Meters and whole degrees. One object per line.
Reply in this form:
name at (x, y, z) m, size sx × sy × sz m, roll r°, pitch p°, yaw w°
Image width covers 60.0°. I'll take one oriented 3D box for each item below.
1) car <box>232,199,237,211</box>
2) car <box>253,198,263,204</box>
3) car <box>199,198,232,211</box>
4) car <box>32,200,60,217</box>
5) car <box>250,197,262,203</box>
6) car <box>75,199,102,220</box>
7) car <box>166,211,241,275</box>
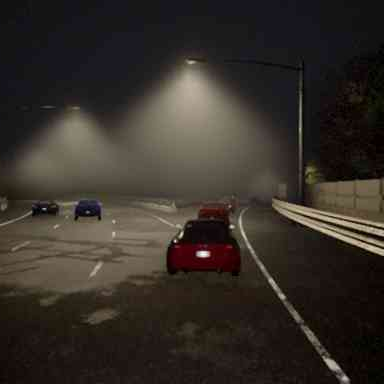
car at (3.509, 1.319, 33.722) m, size 2.033 × 1.411 × 5.357 m, roll 0°, pitch 0°, yaw 11°
car at (16.197, 2.262, 81.864) m, size 1.895 × 1.301 × 4.718 m, roll 0°, pitch -3°, yaw 17°
car at (1.494, 1.330, 21.729) m, size 1.882 × 1.535 × 5.008 m, roll 0°, pitch 1°, yaw 7°
car at (-12.904, 1.363, 29.552) m, size 1.994 × 1.385 × 4.181 m, roll 0°, pitch 0°, yaw -18°
car at (14.204, 1.823, 75.110) m, size 1.882 × 1.535 × 5.008 m, roll 0°, pitch -3°, yaw 17°
car at (-8.200, 1.298, 26.368) m, size 1.882 × 1.535 × 5.008 m, roll 0°, pitch 0°, yaw -16°
car at (0.394, 1.494, 10.230) m, size 1.994 × 1.385 × 4.181 m, roll 0°, pitch 0°, yaw 3°
